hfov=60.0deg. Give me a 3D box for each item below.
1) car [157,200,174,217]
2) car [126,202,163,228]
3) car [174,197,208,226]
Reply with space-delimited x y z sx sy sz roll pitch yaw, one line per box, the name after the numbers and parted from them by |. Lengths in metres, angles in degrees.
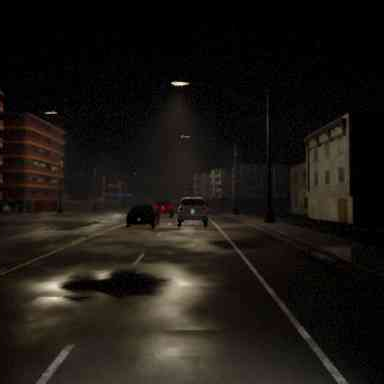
-3.399 2.066 41.688 2.150 2.045 5.566 0 -2 0 | car
-3.396 1.660 23.755 1.882 1.535 5.008 0 -1 0 | car
0.065 1.447 25.362 2.150 2.045 5.566 0 -2 0 | car
